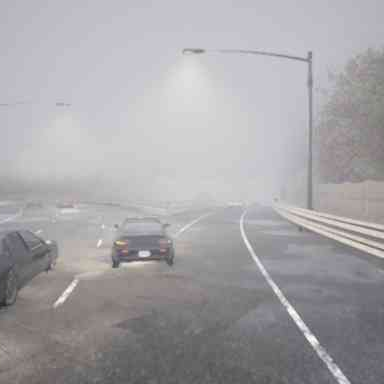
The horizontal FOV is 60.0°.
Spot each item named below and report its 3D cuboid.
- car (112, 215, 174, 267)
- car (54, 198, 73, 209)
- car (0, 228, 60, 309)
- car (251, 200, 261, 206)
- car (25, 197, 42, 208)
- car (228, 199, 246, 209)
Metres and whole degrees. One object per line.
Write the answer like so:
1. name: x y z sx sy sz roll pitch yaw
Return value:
1. car: -1.699 1.523 11.357 1.812 1.442 4.674 0 0 -10
2. car: -17.690 1.538 45.800 1.994 1.385 4.181 0 0 -29
3. car: -4.594 1.541 7.688 2.033 1.411 5.357 0 0 -8
4. car: 15.122 2.726 78.818 1.837 1.490 4.892 0 -4 17
5. car: -22.258 1.459 46.742 2.128 1.511 4.902 0 0 -31
6. car: 6.048 1.610 44.268 1.895 1.301 4.718 0 0 14
